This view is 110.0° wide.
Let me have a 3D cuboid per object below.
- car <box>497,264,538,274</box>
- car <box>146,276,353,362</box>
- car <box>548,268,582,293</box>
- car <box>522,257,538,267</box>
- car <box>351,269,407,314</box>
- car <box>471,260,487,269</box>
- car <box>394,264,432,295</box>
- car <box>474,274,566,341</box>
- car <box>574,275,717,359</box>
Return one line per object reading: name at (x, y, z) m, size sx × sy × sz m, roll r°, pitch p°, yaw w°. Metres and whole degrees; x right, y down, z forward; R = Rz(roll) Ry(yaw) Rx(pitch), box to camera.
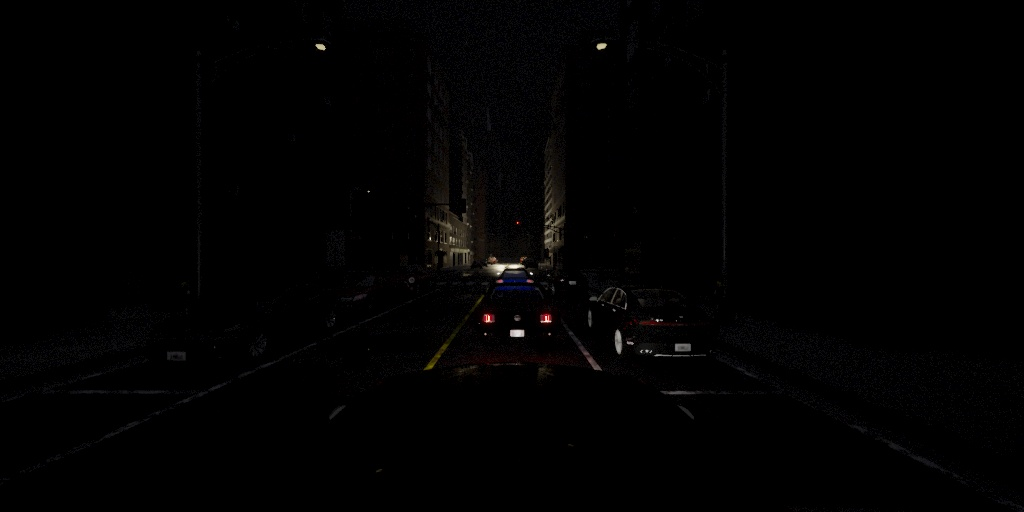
car at (0.149, 1.315, 18.582) m, size 1.994 × 1.385 × 4.181 m, roll 0°, pitch 0°, yaw 1°
car at (-5.649, 1.315, 8.225) m, size 1.948 × 1.339 × 4.313 m, roll 0°, pitch 0°, yaw 0°
car at (2.911, 1.316, 19.200) m, size 1.948 × 1.339 × 4.313 m, roll 0°, pitch 0°, yaw 0°
car at (3.063, 1.226, 56.289) m, size 1.967 × 1.591 × 4.097 m, roll 0°, pitch 0°, yaw 0°
car at (-5.632, 1.332, 13.726) m, size 1.802 × 1.307 × 4.207 m, roll 0°, pitch 0°, yaw 0°
car at (-5.462, 1.368, 56.329) m, size 1.802 × 1.307 × 4.207 m, roll 0°, pitch 0°, yaw 0°
car at (-5.614, 1.190, 19.227) m, size 1.967 × 1.591 × 4.097 m, roll 0°, pitch 0°, yaw 0°
car at (0.120, 1.351, 9.823) m, size 1.895 × 1.301 × 4.718 m, roll 0°, pitch 0°, yaw 0°
car at (2.876, 1.300, 8.198) m, size 2.007 × 1.370 × 4.403 m, roll 0°, pitch 0°, yaw 0°
